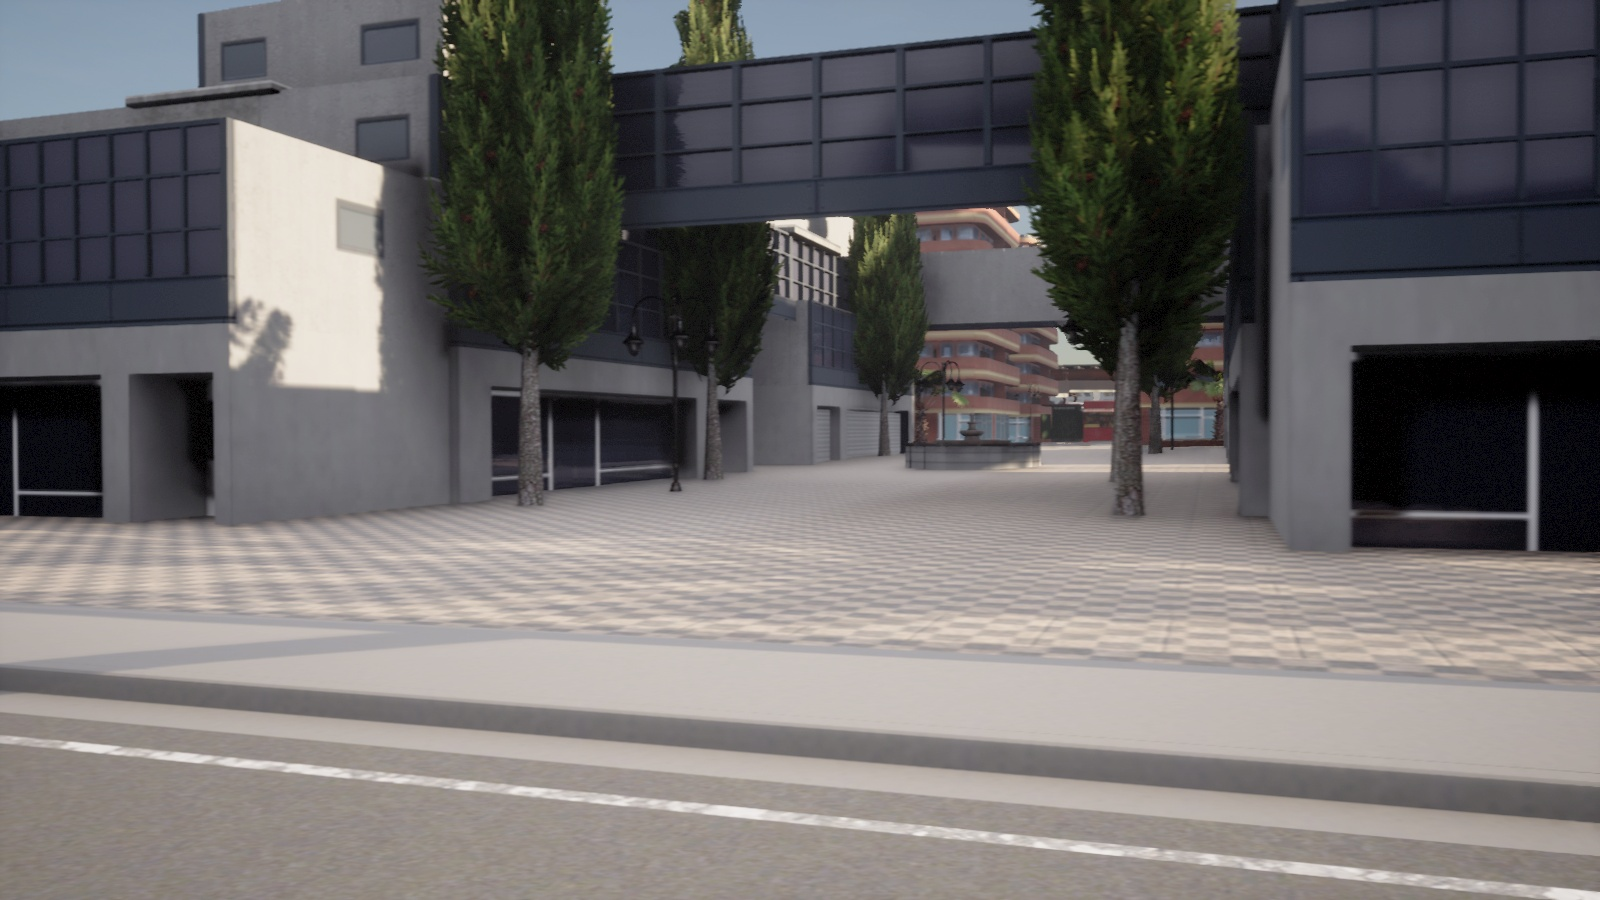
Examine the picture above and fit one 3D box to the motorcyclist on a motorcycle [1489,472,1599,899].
[{"bbox_3d":[2.585,0.833,2.311,2.191,1.530,0.866,0,1,19],"label":"motorcyclist on a motorcycle"}]
